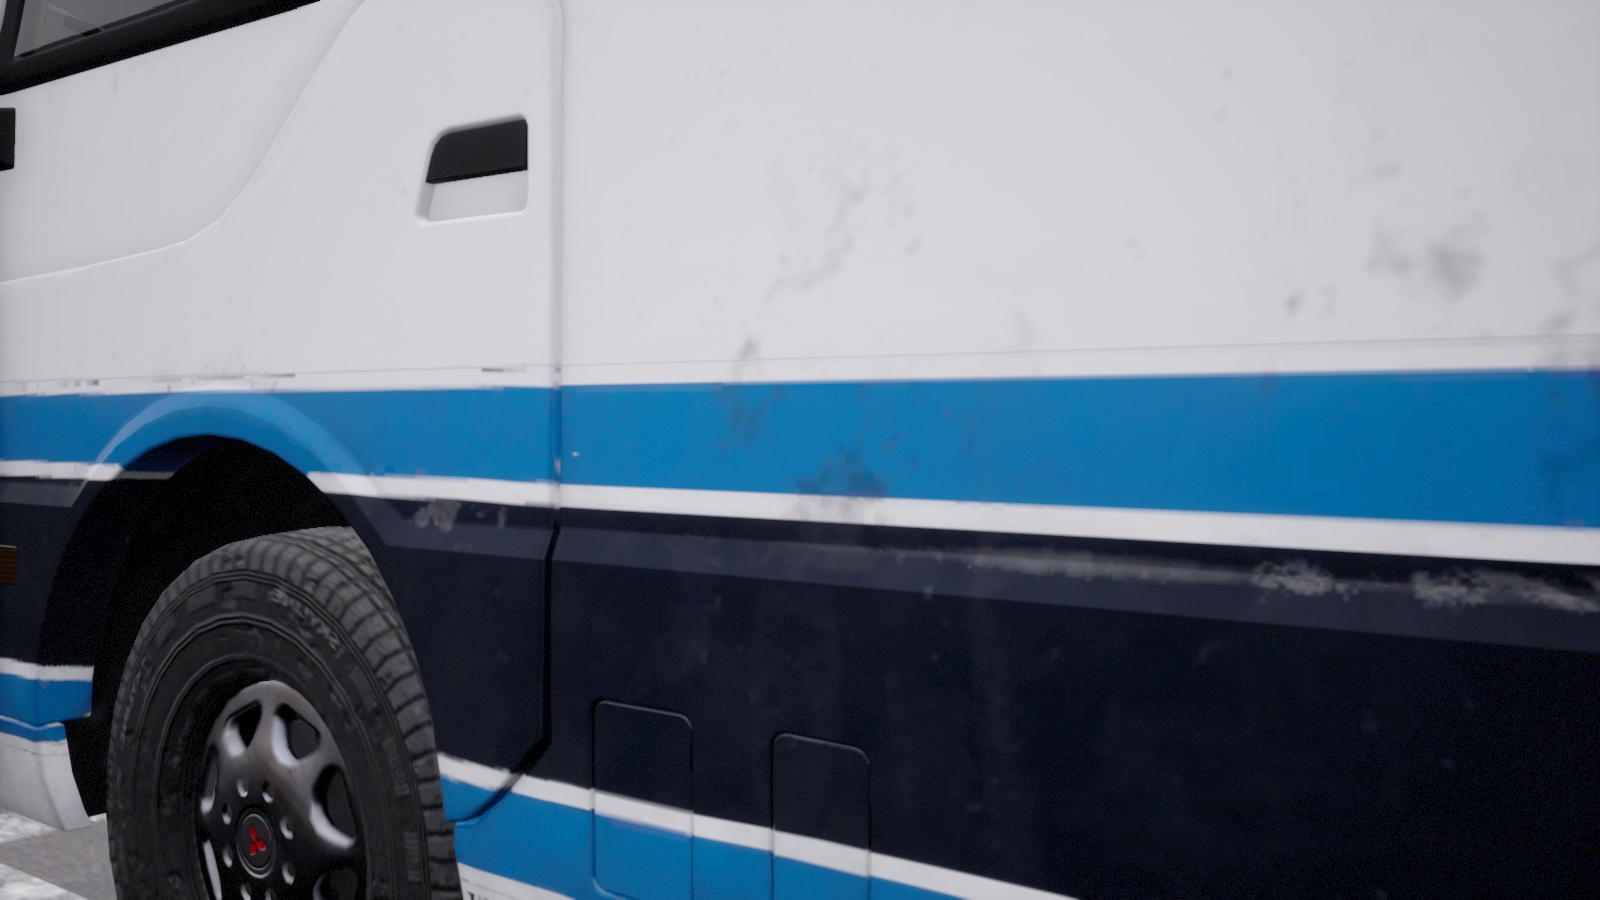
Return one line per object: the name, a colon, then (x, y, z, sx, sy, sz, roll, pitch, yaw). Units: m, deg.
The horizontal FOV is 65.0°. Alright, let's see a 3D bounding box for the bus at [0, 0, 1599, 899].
bus: (2.238, -0.694, 2.120, 10.273, 4.253, 3.944, 0, 1, 34)
